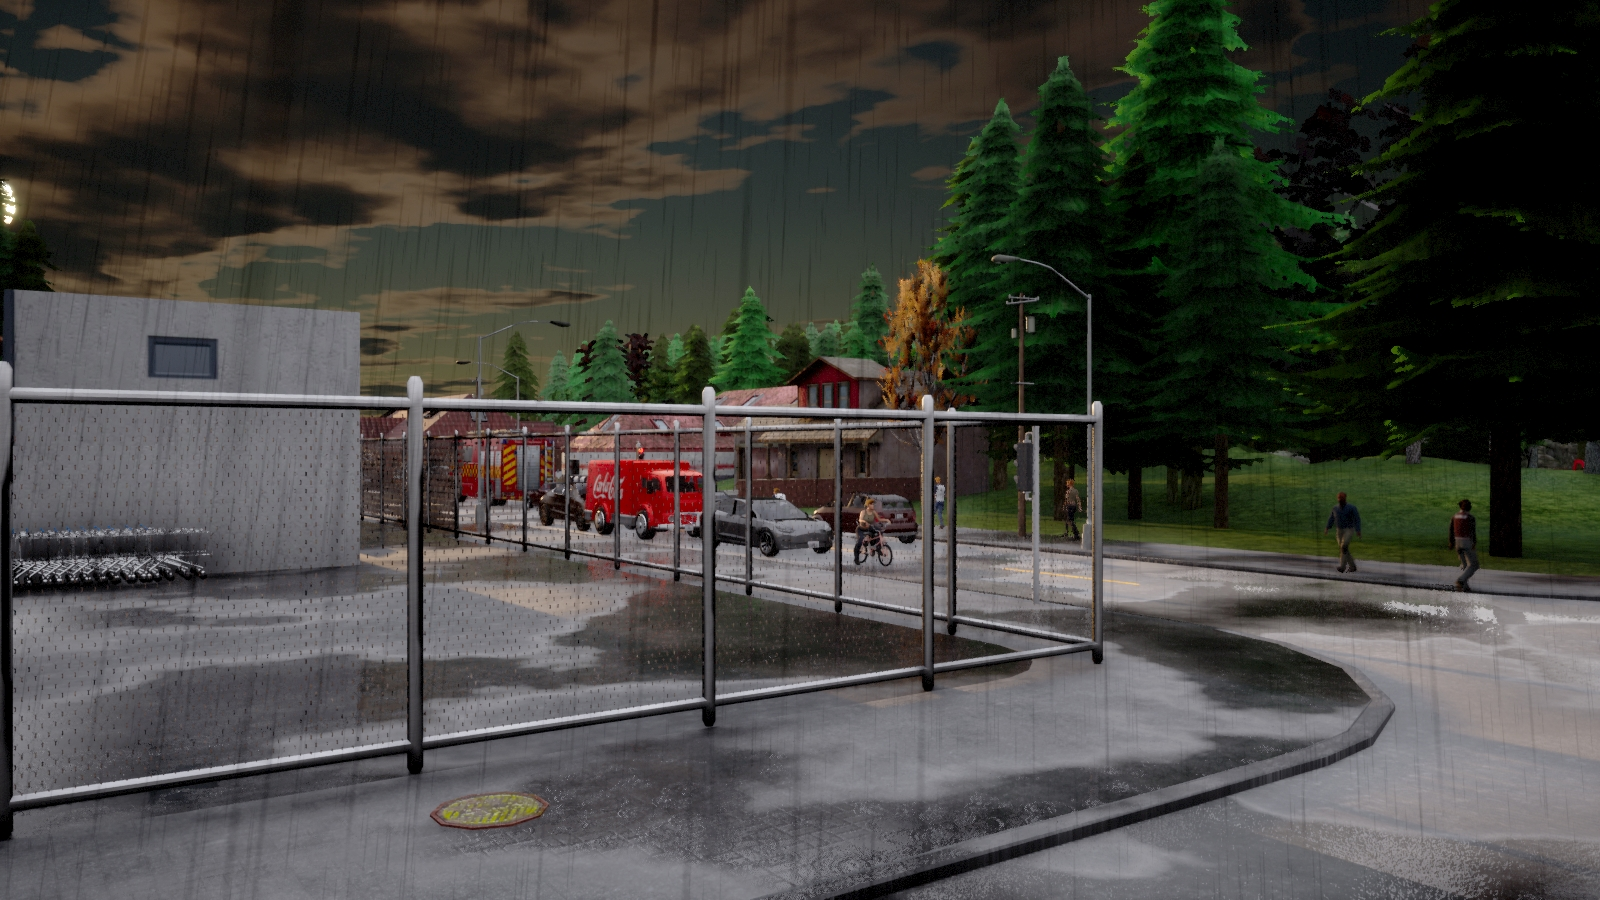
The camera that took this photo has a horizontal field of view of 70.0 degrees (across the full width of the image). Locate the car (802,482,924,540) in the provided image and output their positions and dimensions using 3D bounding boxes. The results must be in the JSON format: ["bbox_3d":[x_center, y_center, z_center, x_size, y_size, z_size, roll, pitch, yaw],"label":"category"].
[{"bbox_3d":[1.867,1.802,34.631,1.789,1.549,3.705,0,0,-35],"label":"car"}]

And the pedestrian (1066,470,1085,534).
[{"bbox_3d":[8.112,1.522,33.659,0.375,1.860,0.375,0,0,-40],"label":"pedestrian"}]

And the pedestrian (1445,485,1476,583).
[{"bbox_3d":[12.821,1.625,22.191,0.375,1.860,0.375,0,0,-26],"label":"pedestrian"}]

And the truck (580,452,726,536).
[{"bbox_3d":[-4.910,1.337,37.383,2.627,2.467,5.204,0,0,-35],"label":"truck"}]

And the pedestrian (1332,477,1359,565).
[{"bbox_3d":[11.736,1.520,24.581,0.375,1.860,0.375,0,0,-36],"label":"pedestrian"}]

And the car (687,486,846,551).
[{"bbox_3d":[-1.029,1.840,31.812,2.163,1.488,4.792,0,0,-35],"label":"car"}]

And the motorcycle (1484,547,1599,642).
[{"bbox_3d":[10.660,1.990,15.774,2.033,1.145,0.803,0,1,35],"label":"motorcycle"}]

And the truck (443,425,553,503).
[{"bbox_3d":[-16.070,0.667,60.303,2.891,3.827,8.468,0,0,-35],"label":"truck"}]

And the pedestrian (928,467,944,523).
[{"bbox_3d":[4.608,1.520,38.729,0.375,1.860,0.375,0,0,-22],"label":"pedestrian"}]

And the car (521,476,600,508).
[{"bbox_3d":[-11.268,1.931,53.453,1.895,1.301,4.718,0,0,-35],"label":"car"}]

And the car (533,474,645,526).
[{"bbox_3d":[-7.756,1.772,41.538,2.152,1.651,5.027,0,0,-34],"label":"car"}]

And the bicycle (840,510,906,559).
[{"bbox_3d":[1.773,2.033,27.810,0.859,1.080,1.487,0,0,-35],"label":"bicycle"}]

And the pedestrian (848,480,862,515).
[{"bbox_3d":[2.093,1.801,43.667,0.375,1.300,0.375,0,0,-35],"label":"pedestrian"}]
